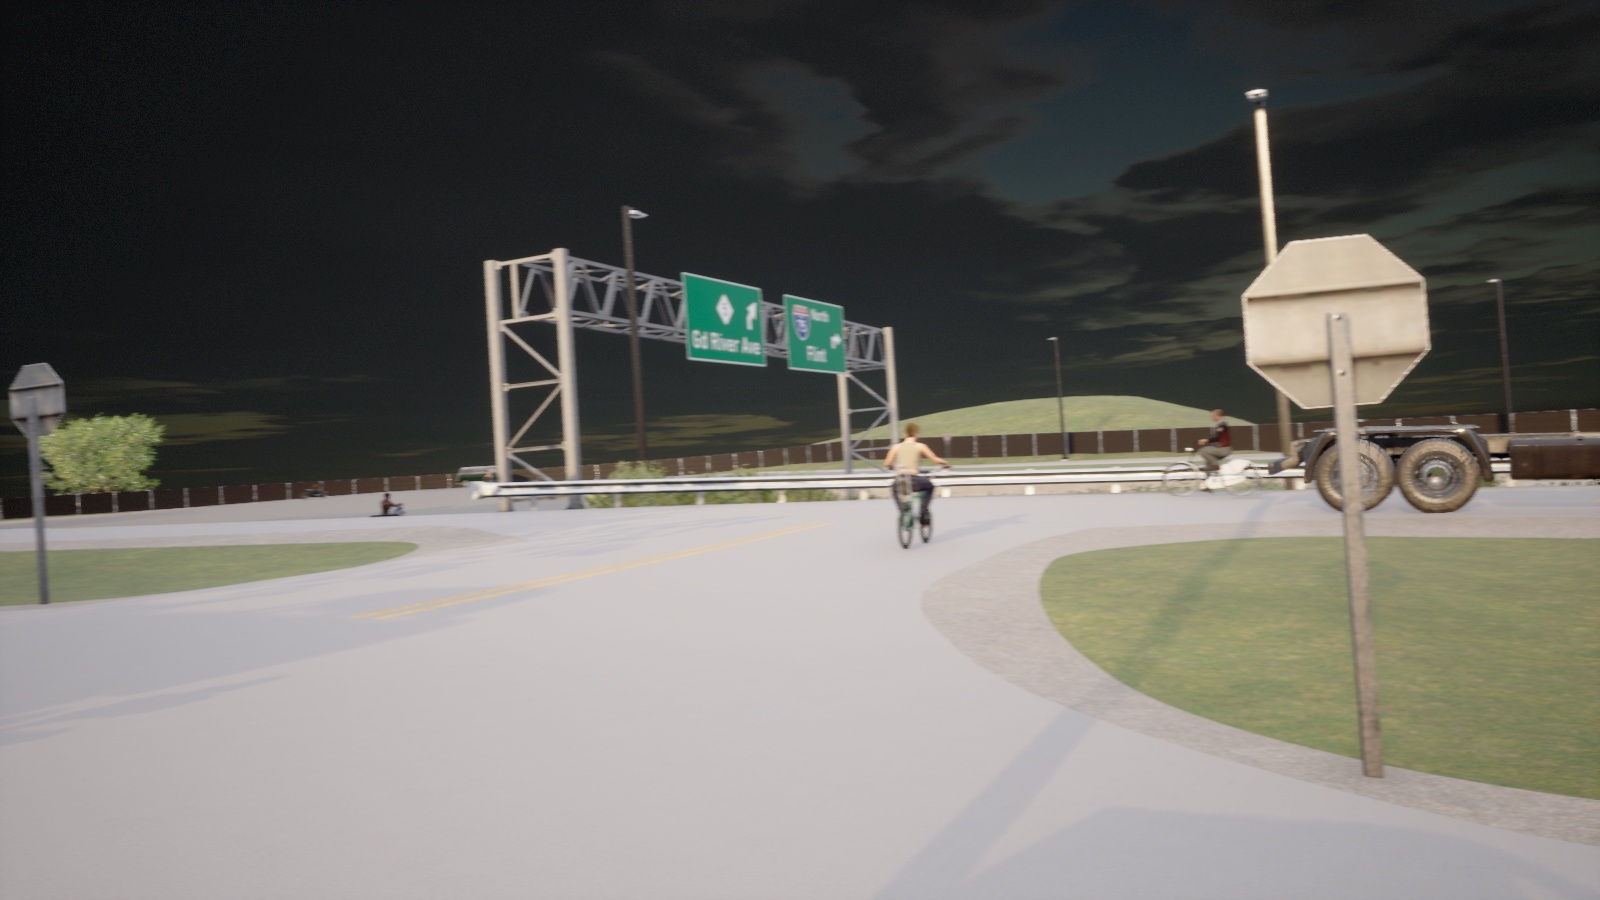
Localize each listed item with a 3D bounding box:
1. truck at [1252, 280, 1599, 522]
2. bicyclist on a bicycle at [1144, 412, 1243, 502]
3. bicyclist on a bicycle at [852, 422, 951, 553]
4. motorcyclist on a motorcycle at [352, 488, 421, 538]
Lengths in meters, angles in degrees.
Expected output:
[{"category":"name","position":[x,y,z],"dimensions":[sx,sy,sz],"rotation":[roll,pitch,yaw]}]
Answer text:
[{"category":"truck","position":[11.470,-0.725,19.629],"dimensions":[7.936,3.462,2.891],"rotation":[-1,1,27]},{"category":"bicyclist on a bicycle","position":[7.961,0.140,25.378],"dimensions":[1.843,1.776,0.659],"rotation":[-1,1,20]},{"category":"bicyclist on a bicycle","position":[1.342,0.460,16.320],"dimensions":[0.866,1.612,1.509],"rotation":[-1,0,21]},{"category":"motorcyclist on a motorcycle","position":[-14.086,2.152,42.791],"dimensions":[2.350,1.649,0.766],"rotation":[-3,-1,28]}]
